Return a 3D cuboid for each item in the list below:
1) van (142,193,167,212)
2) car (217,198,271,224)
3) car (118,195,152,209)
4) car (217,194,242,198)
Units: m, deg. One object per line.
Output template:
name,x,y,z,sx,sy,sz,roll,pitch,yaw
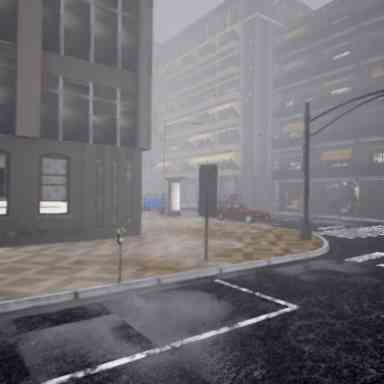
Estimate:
van,-3.128,0.988,32.451,1.690,1.788,3.998,2,0,-36
car,3.517,1.370,23.299,1.887,1.381,4.507,2,0,-36
car,-6.461,1.103,37.026,1.887,1.381,4.507,2,0,-36
car,3.645,1.100,37.385,2.192,1.841,5.009,2,0,-36
